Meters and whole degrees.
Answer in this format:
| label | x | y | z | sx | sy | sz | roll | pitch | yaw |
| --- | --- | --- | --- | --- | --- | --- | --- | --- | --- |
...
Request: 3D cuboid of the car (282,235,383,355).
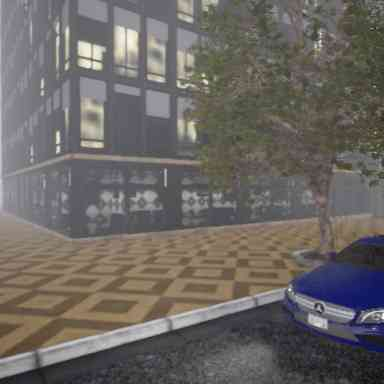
| label | x | y | z | sx | sy | sz | roll | pitch | yaw |
| --- | --- | --- | --- | --- | --- | --- | --- | --- | --- |
| car | 3.641 | 1.542 | 5.963 | 4.674 | 1.442 | 1.812 | 0 | 0 | -35 |
